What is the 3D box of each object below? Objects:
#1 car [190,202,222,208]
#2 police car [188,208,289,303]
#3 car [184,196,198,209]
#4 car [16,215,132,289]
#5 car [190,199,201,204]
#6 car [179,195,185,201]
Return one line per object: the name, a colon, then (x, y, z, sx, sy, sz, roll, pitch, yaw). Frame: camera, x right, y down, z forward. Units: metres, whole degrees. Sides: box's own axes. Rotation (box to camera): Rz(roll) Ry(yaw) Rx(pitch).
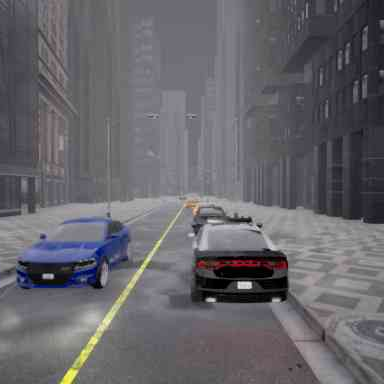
car: (0.966, 1.514, 18.280, 1.837, 1.490, 4.892, 0, 0, 0)
police car: (0.929, 1.426, 8.389, 1.930, 1.638, 5.238, 0, 0, 0)
car: (0.200, 1.529, 47.048, 1.882, 1.535, 5.008, 0, 0, 1)
car: (-2.967, 1.478, 9.377, 1.882, 1.535, 5.008, 0, 0, 0)
car: (0.989, 1.494, 24.281, 1.882, 1.535, 5.008, 0, 0, 0)
car: (-2.658, 1.620, 91.583, 1.882, 1.535, 5.008, 0, 0, 0)
